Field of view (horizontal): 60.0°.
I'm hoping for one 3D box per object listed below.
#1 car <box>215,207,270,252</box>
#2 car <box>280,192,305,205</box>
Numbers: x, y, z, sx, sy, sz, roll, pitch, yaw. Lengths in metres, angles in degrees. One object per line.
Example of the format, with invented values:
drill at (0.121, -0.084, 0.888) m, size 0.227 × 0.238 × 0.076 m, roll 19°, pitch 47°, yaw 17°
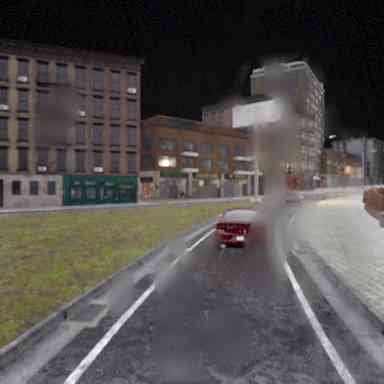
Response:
car at (2.085, 1.345, 13.420) m, size 1.882 × 1.535 × 5.008 m, roll 0°, pitch 1°, yaw 11°
car at (11.511, 0.726, 37.956) m, size 1.994 × 1.385 × 4.181 m, roll 1°, pitch 2°, yaw 30°
